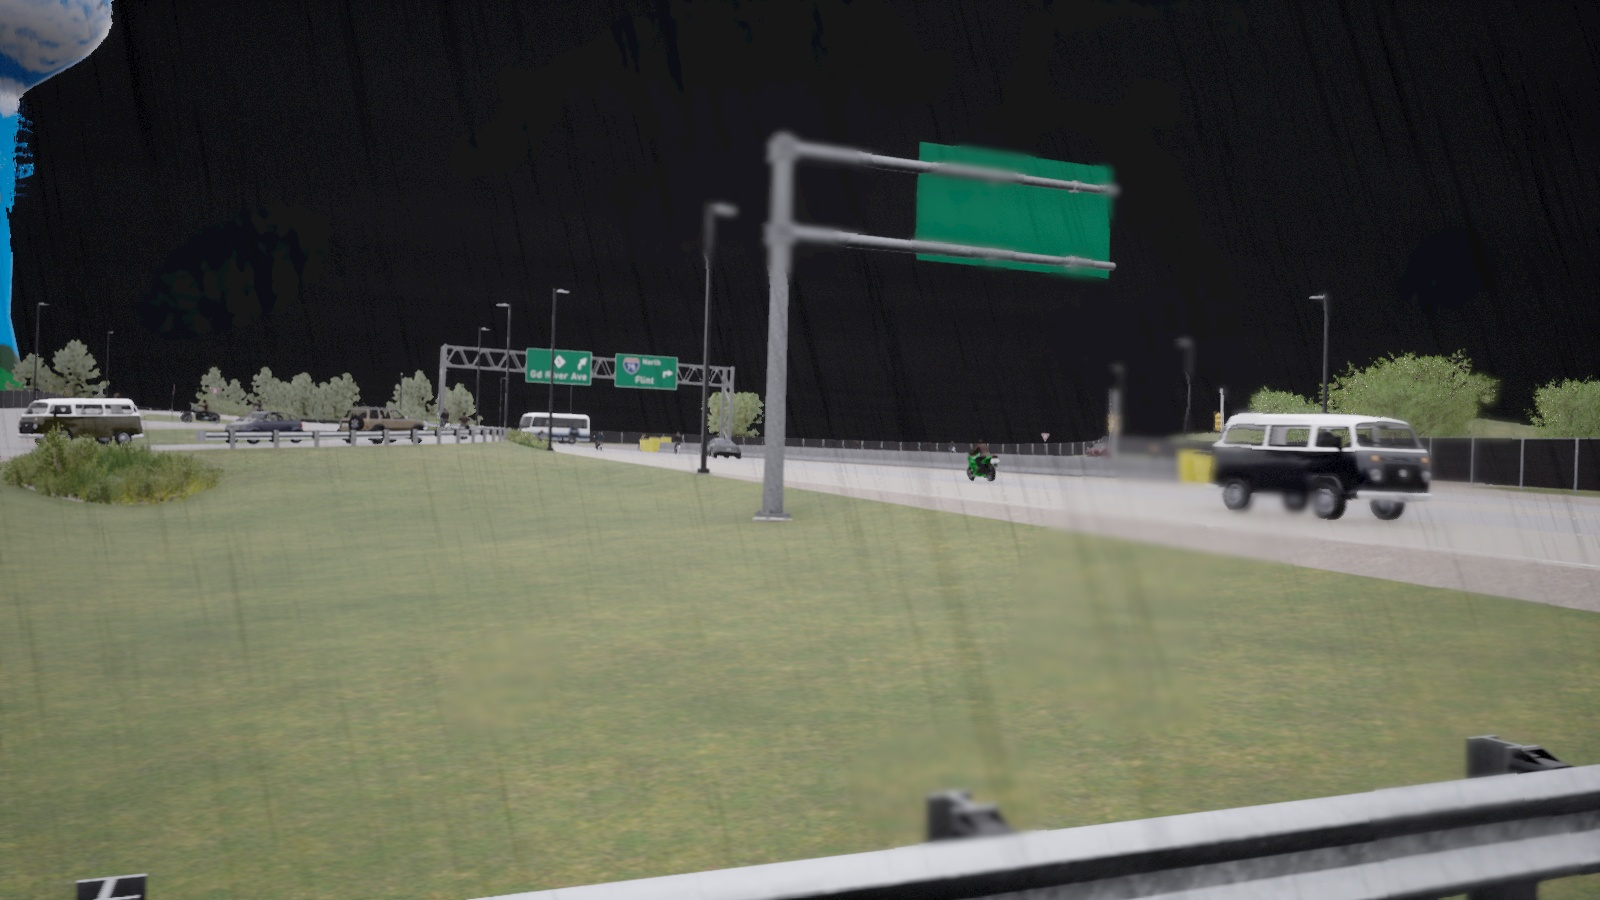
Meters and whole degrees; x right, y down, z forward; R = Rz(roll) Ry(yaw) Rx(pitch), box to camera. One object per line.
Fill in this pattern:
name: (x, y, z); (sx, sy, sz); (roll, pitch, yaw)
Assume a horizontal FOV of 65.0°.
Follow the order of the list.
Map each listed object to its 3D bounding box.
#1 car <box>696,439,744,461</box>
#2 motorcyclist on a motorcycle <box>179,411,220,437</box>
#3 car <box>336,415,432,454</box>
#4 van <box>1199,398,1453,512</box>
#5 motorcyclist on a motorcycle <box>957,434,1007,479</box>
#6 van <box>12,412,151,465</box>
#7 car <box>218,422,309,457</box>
car: (-5.403, -0.012, 84.392); (1.994, 1.385, 4.181); (1, 0, -21)
motorcyclist on a motorcycle: (-38.896, -1.663, 81.379); (2.350, 1.649, 0.766); (1, 2, -20)
car: (-20.352, -0.797, 61.621); (1.932, 1.855, 4.605); (1, 2, 23)
van: (10.205, 0.079, 24.793); (2.069, 2.038, 4.480); (1, 0, -21)
motorcyclist on a motorcycle: (6.403, 0.225, 44.268); (0.797, 1.523, 2.044); (1, 0, -21)
van: (-29.782, -0.498, 52.182); (2.069, 2.038, 4.480); (0, 2, 32)
car: (-25.509, -0.530, 59.793); (1.789, 1.549, 3.705); (0, 2, 25)
